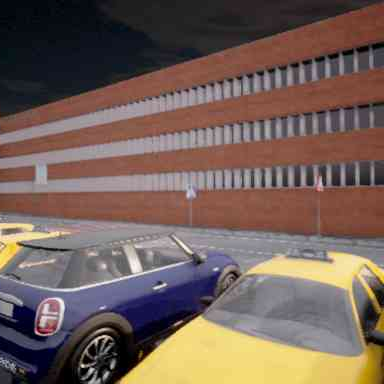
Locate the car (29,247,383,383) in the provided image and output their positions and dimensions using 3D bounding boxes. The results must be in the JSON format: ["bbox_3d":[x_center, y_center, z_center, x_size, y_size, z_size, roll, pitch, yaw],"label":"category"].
[{"bbox_3d":[1.271,1.484,3.858,1.946,1.575,5.366,0,0,35],"label":"car"}]

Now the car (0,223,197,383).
[{"bbox_3d":[-0.942,1.381,5.624,2.185,1.767,4.553,0,0,35],"label":"car"}]
